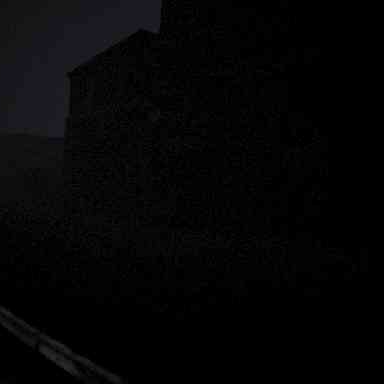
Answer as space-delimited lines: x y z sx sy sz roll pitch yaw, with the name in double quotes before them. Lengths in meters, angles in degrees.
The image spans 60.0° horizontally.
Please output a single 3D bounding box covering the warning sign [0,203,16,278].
"warning sign" -5.641 1.226 8.776 1.300 1.860 1.060 9 -1 -43
